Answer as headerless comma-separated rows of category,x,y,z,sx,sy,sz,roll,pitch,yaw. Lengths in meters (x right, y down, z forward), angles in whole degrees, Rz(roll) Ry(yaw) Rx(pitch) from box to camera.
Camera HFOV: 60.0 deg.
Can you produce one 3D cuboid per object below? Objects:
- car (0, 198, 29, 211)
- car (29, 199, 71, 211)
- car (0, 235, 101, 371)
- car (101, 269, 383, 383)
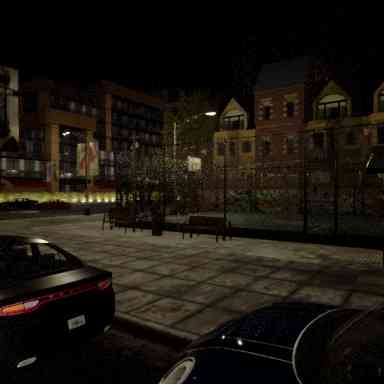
car,-20.944,1.491,40.136,2.128,1.511,4.902,0,0,35
car,-16.764,1.564,40.020,1.994,1.385,4.181,0,0,35
car,-3.469,1.480,5.582,5.008,1.535,2.097,0,0,35
car,1.858,1.354,1.986,4.553,1.767,2.185,0,0,35
